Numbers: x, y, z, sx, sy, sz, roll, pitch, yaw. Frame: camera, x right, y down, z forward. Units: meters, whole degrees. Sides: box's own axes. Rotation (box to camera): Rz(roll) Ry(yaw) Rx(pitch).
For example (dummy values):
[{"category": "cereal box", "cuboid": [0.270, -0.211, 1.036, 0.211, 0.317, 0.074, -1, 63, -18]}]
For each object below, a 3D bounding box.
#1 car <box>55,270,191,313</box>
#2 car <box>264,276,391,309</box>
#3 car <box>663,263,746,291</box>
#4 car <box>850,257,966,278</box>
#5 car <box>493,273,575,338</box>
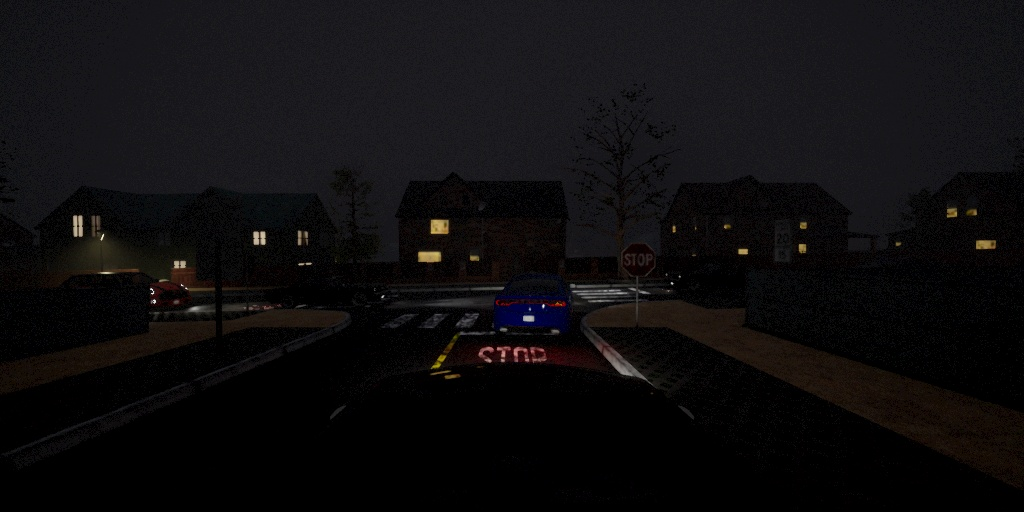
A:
[{"category": "car", "cuboid": [-16.798, 1.472, 15.533, 4.553, 1.767, 2.097, -1, 1, 0]}, {"category": "car", "cuboid": [-7.810, 1.506, 15.540, 4.718, 1.301, 1.895, -1, 1, 0]}, {"category": "car", "cuboid": [10.412, 1.034, 18.465, 4.718, 1.301, 1.895, -1, 1, -1]}, {"category": "car", "cuboid": [20.058, 0.754, 18.500, 5.357, 1.411, 2.033, -1, 1, 0]}, {"category": "car", "cuboid": [0.787, 1.227, 10.331, 1.882, 1.535, 5.008, 0, 0, 10]}]
